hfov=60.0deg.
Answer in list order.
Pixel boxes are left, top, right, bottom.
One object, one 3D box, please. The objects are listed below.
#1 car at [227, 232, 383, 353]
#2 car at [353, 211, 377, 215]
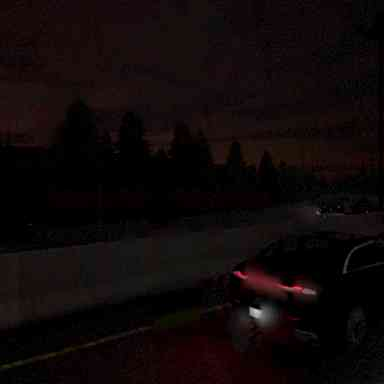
[{"bbox_3d":[2.803,1.501,6.211,4.902,1.511,2.128,0,0,-39],"label":"car"},{"bbox_3d":[15.568,1.588,30.203,2.033,1.411,5.357,0,0,35],"label":"car"}]
